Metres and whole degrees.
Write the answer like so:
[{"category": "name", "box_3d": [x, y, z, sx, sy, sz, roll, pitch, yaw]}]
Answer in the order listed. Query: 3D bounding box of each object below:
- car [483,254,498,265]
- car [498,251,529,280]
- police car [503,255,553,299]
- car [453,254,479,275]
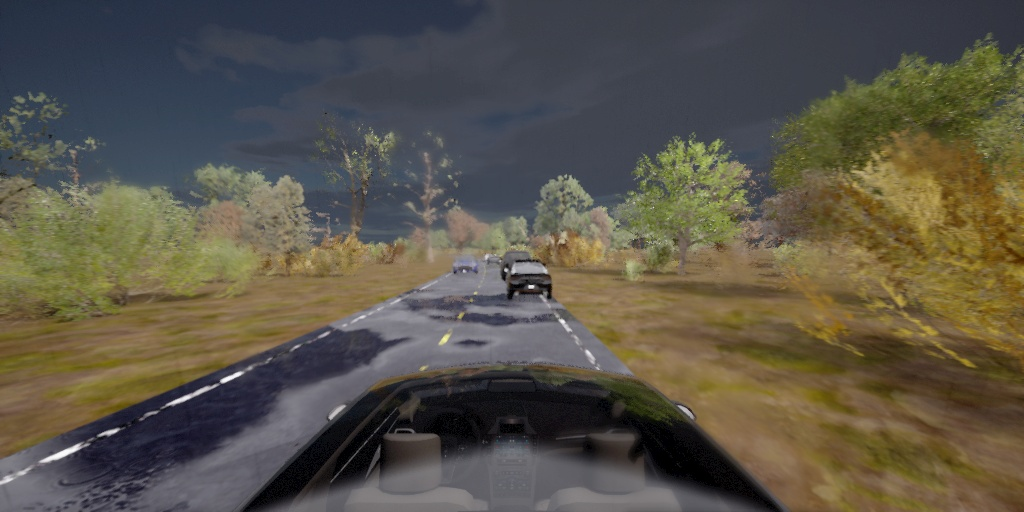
[{"category": "car", "box_3d": [-2.777, 0.501, 54.005, 2.128, 1.511, 4.902, 0, 1, -6]}, {"category": "car", "box_3d": [0.273, 0.616, 26.587, 2.150, 2.045, 5.566, 0, 1, -3]}, {"category": "police car", "box_3d": [0.679, 0.959, 16.630, 1.930, 1.638, 5.238, 0, 1, -2]}, {"category": "car", "box_3d": [-4.042, 0.678, 31.961, 2.097, 1.767, 4.553, 0, 1, -3]}]
